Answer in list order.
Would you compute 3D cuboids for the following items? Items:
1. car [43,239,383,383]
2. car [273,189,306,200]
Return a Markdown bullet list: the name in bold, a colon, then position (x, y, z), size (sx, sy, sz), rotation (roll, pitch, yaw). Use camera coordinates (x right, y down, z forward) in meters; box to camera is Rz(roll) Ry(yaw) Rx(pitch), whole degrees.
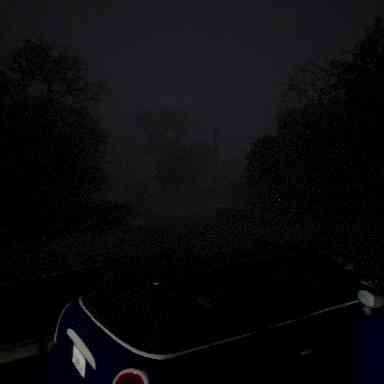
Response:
- **car**: position (0.857, 1.349, 3.842), size (4.553, 1.767, 2.097), rotation (0, 0, -35)
- **car**: position (14.433, 0.320, 49.354), size (5.008, 1.535, 1.882), rotation (-2, 1, -12)
